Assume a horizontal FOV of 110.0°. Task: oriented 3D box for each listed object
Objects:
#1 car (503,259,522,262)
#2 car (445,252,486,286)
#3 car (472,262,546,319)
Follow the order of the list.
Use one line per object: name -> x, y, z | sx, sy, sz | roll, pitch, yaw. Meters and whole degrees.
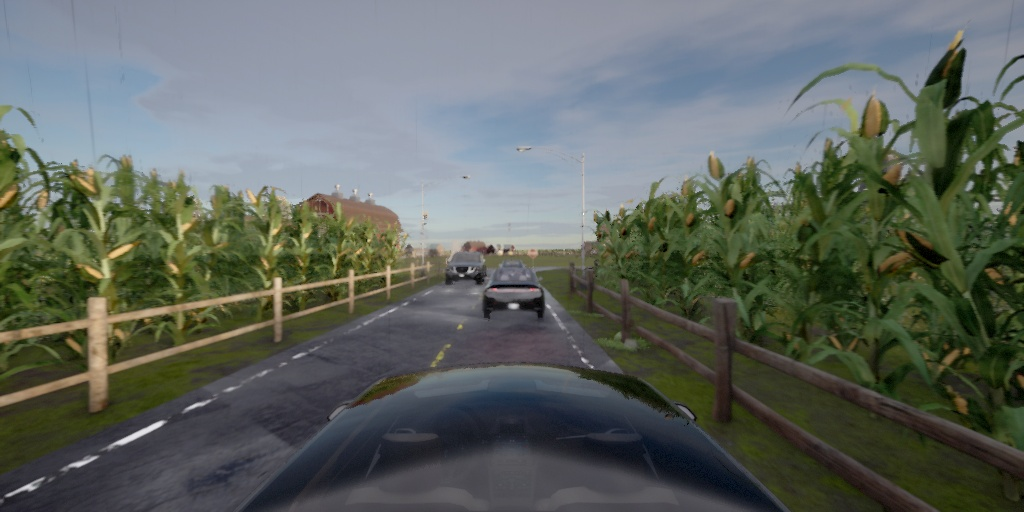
car -> 0.032, 0.976, 26.238 | 2.128, 1.511, 4.902 | 0, 1, 0
car -> -2.867, 0.736, 23.278 | 2.150, 2.045, 5.566 | 0, 1, 0
car -> 0.059, 1.129, 12.168 | 2.128, 1.511, 4.902 | 0, 1, 0
